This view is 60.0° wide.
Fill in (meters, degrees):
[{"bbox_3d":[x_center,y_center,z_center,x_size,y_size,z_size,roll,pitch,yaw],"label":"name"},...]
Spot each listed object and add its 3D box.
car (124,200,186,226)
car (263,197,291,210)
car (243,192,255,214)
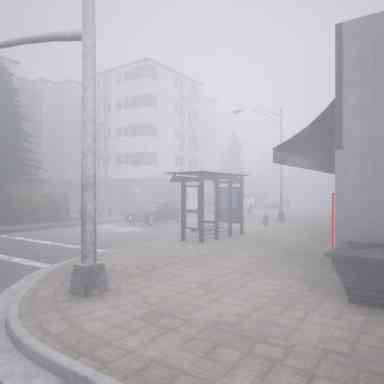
[{"bbox_3d":[-2.368,1.328,22.203,1.837,1.490,4.892,0,0,36],"label":"car"},{"bbox_3d":[10.105,1.301,39.496,1.882,1.535,5.008,0,0,36],"label":"car"},{"bbox_3d":[3.849,1.045,30.853,2.150,2.045,5.566,0,0,36],"label":"car"}]
